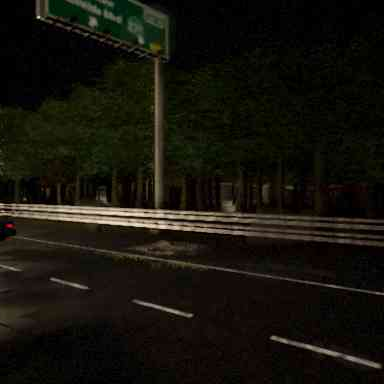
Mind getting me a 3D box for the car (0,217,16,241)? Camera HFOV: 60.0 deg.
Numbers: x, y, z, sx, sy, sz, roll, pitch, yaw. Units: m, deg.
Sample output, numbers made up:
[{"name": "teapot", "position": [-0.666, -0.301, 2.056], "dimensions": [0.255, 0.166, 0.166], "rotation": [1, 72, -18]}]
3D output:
[{"name": "car", "position": [-10.321, 1.553, 15.524], "dimensions": [5.357, 1.411, 2.033], "rotation": [0, 0, 35]}]
